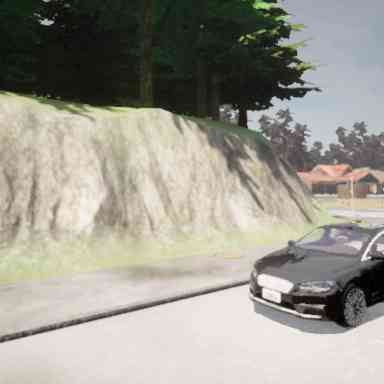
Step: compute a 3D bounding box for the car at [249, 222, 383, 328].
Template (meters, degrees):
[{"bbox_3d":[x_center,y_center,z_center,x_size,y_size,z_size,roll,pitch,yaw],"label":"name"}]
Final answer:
[{"bbox_3d":[3.319,1.436,6.955,4.902,1.511,2.128,-1,0,-35],"label":"car"}]
